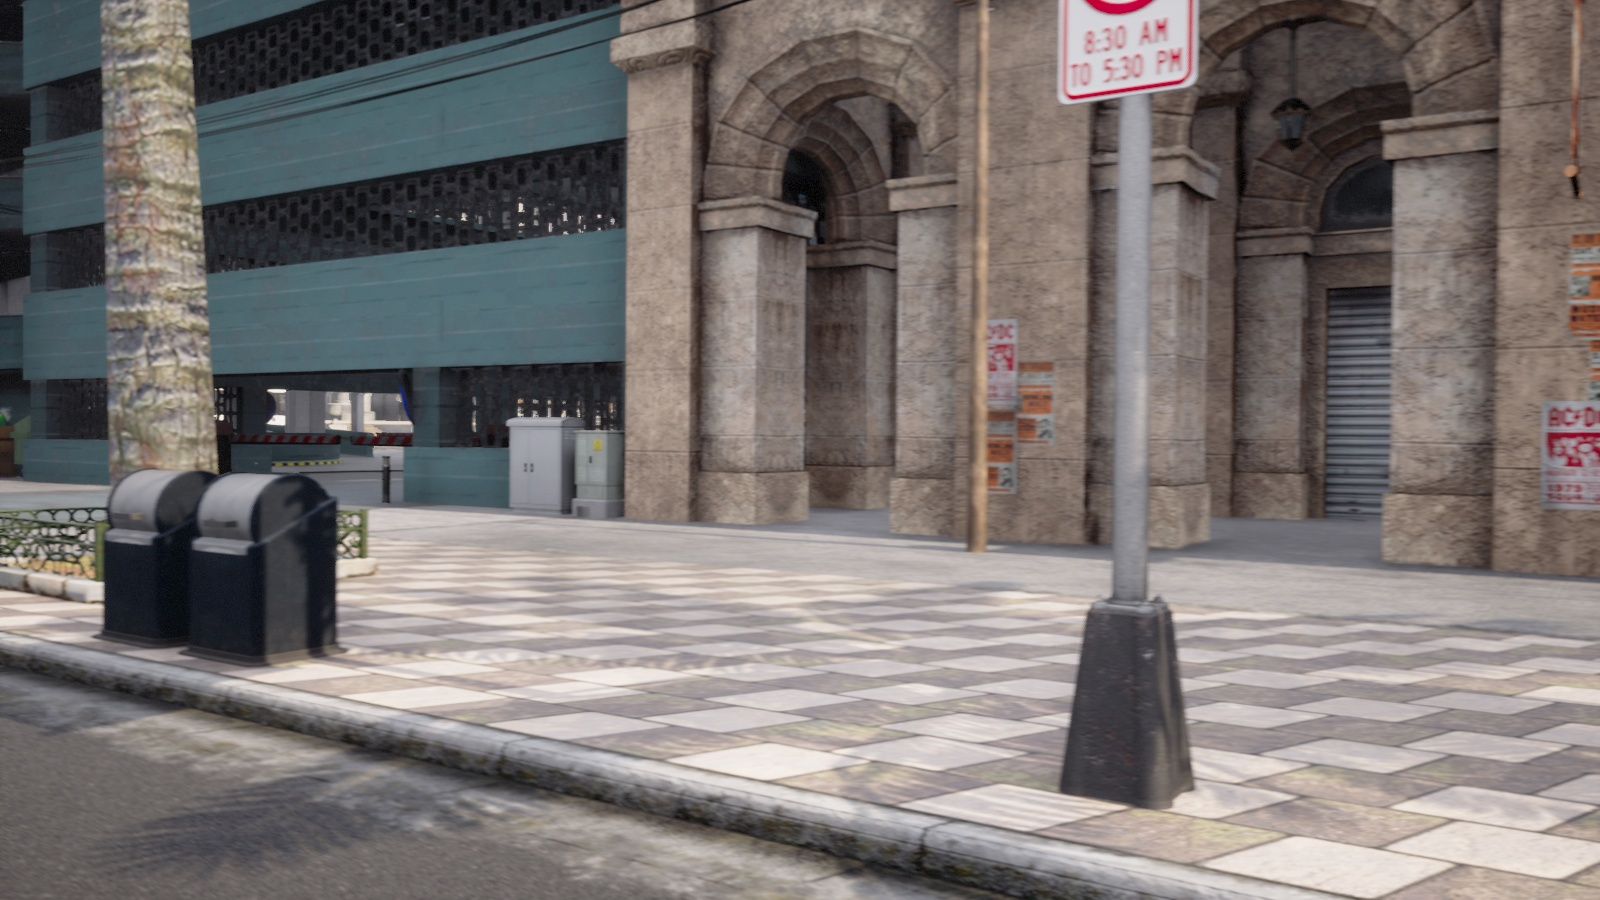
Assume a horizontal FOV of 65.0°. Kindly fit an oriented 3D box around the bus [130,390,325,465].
[{"bbox_3d":[-34.746,-1.378,76.730,3.944,4.253,10.273,0,1,34],"label":"bus"}]
